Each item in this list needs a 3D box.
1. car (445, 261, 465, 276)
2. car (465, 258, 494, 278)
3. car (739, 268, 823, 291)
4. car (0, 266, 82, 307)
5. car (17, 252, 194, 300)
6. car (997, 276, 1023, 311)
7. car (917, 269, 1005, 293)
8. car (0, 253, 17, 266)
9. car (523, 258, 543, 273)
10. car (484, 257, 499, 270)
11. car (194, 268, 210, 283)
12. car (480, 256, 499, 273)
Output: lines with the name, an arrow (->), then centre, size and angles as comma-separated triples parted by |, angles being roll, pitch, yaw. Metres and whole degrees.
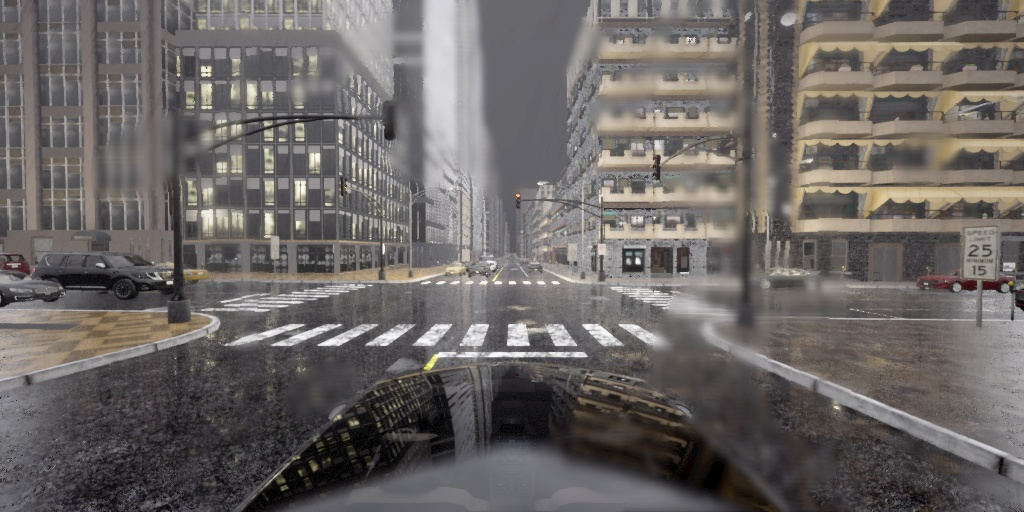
car -> -5.691, 1.265, 36.493 | 1.751, 1.417, 4.829 | 0, 0, 0
car -> -3.095, 1.245, 34.698 | 1.837, 1.490, 4.892 | 0, 0, 0
car -> 16.309, 1.376, 21.847 | 4.403, 1.370, 2.007 | 0, 0, 1
car -> -20.286, 1.204, 14.011 | 4.403, 1.370, 2.007 | 0, 0, 1
car -> -18.482, 0.848, 16.531 | 5.566, 2.045, 2.150 | 1, 1, 1
car -> 21.716, 1.576, 13.390 | 4.313, 1.339, 1.948 | 0, 0, 1
car -> 27.375, 1.462, 21.691 | 4.507, 1.381, 1.888 | 0, 0, 1
car -> -33.613, 0.712, 22.549 | 5.009, 1.841, 2.192 | 0, 0, 1
car -> 2.690, 1.289, 42.317 | 2.007, 1.370, 4.403 | 0, 0, 0
car -> -3.087, 1.088, 54.541 | 2.097, 1.767, 4.553 | 0, 0, 0
car -> -21.666, 1.029, 22.345 | 4.829, 1.417, 1.751 | 0, 0, 1
car -> -3.096, 0.960, 44.398 | 2.150, 2.045, 5.566 | 0, 0, 0
